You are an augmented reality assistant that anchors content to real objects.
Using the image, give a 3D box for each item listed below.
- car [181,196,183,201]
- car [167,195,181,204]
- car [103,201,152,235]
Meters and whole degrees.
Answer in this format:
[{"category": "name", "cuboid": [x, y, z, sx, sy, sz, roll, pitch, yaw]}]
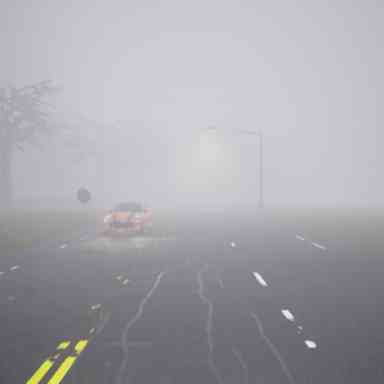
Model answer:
[{"category": "car", "cuboid": [-3.505, 1.624, 90.608, 1.812, 1.442, 4.674, 0, 0, 1]}, {"category": "car", "cuboid": [-3.536, 1.510, 62.163, 1.882, 1.535, 5.008, 0, 0, 0]}, {"category": "car", "cuboid": [-3.503, 1.339, 18.706, 2.097, 1.767, 4.553, 0, 0, 0]}]
